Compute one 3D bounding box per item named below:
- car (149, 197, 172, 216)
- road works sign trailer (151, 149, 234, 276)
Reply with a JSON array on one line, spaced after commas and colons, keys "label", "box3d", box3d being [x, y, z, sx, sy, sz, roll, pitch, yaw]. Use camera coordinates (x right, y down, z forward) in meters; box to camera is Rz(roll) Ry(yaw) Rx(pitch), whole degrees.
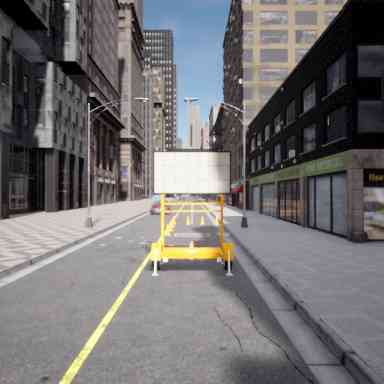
[{"label": "car", "box3d": [-3.096, 1.554, 33.336, 1.812, 1.442, 4.674, 0, 0, 0]}, {"label": "road works sign trailer", "box3d": [0.007, 0.467, 10.360, 2.380, 3.560, 2.880, 0, 0, 0]}]
